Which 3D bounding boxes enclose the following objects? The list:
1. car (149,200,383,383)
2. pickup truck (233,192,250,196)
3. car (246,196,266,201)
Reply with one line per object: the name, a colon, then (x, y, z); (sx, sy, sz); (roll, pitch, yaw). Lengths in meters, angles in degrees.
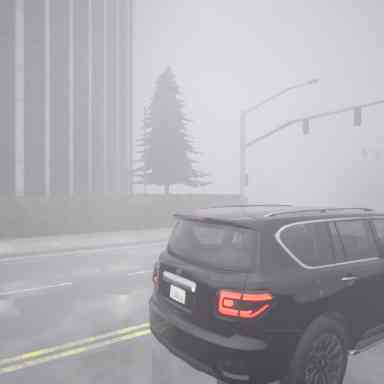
car: (2.047, 1.221, 5.200); (5.566, 2.045, 2.150); (0, 0, -35)
pickup truck: (10.249, 1.059, 68.801); (2.390, 2.098, 6.274); (0, 0, -5)
car: (8.591, 1.564, 42.917); (1.994, 1.385, 4.181); (0, 0, -36)
